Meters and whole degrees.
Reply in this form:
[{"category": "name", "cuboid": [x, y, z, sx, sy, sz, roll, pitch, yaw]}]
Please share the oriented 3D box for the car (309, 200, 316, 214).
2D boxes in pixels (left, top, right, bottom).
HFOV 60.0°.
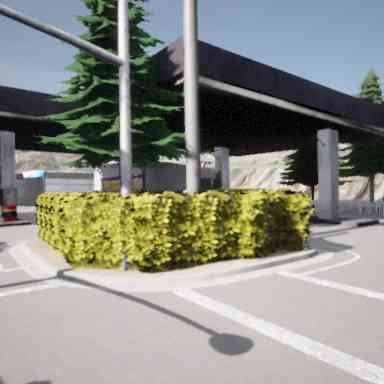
[{"category": "car", "cuboid": [8.001, 0.874, 27.199, 1.905, 1.878, 3.866, -2, 1, -36]}]
